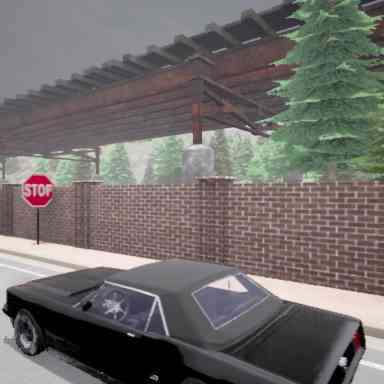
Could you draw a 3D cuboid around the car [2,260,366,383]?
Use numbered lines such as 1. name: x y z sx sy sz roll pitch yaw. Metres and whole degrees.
1. car: -0.495 1.601 4.339 4.718 1.301 1.895 0 0 36
